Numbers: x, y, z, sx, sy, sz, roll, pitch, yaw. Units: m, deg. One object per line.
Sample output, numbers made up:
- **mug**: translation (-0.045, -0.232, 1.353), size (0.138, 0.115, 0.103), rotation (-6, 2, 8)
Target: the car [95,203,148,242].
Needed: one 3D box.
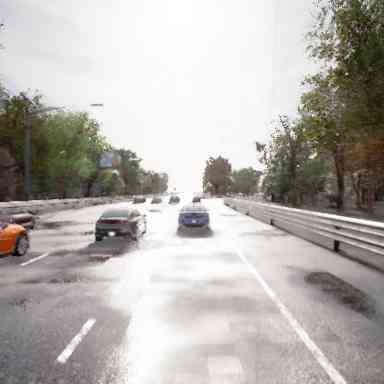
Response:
- **car**: translation (-3.395, 1.517, 16.503), size (1.837, 1.490, 4.892), rotation (0, 0, 0)

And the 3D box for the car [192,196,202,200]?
- **car**: translation (1.058, 1.555, 67.781), size (1.837, 1.490, 4.892), rotation (0, 0, 5)

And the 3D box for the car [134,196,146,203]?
- **car**: translation (-10.387, 1.542, 66.319), size (2.128, 1.511, 4.902), rotation (0, 0, 0)

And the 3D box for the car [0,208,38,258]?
- **car**: translation (-6.898, 1.359, 10.121), size (2.097, 1.767, 4.553), rotation (0, 0, 0)

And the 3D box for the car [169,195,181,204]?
- **car**: translation (-3.386, 1.402, 66.701), size (2.097, 1.767, 4.553), rotation (0, 0, 0)

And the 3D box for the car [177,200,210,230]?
- **car**: translation (0.105, 1.493, 21.031), size (1.882, 1.535, 5.008), rotation (0, 0, 0)

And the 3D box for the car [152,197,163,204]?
- **car**: translation (-6.886, 1.614, 66.433), size (1.994, 1.385, 4.181), rotation (0, 0, 0)
